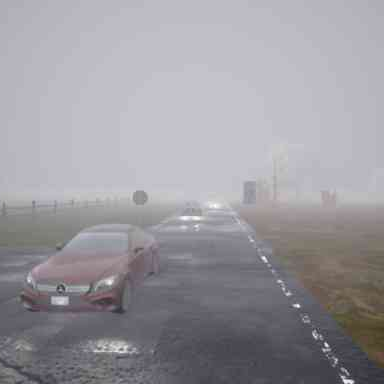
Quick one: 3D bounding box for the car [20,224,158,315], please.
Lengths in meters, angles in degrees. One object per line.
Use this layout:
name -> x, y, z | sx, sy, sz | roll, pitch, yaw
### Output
car -> -1.972, 1.521, 7.755 | 1.812, 1.442, 4.674 | 0, 0, 5

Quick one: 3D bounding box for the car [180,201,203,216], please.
car -> 0.002, 1.569, 32.685 | 1.994, 1.385, 4.181 | 0, 0, 5
